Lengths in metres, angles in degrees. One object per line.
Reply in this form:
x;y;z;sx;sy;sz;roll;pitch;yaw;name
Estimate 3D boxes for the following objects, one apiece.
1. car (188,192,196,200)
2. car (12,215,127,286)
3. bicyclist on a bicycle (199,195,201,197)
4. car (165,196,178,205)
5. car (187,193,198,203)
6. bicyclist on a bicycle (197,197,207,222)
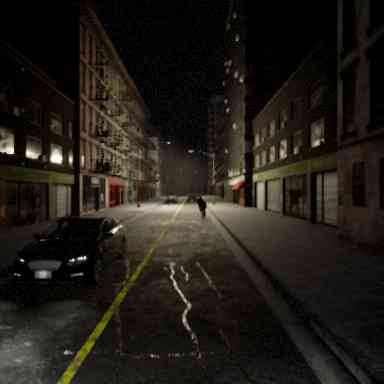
-0.037;0.902;76.935;1.882;1.535;5.008;0;1;0;car
-3.104;1.443;9.375;2.128;1.511;4.902;0;0;0;car
0.809;1.185;32.568;0.659;1.776;1.843;0;1;0;bicyclist on a bicycle
-3.101;1.269;50.705;1.895;1.301;4.718;0;0;0;car
0.044;1.130;57.619;1.812;1.442;4.674;0;1;0;car
0.813;1.326;23.624;0.582;1.620;1.656;0;0;0;bicyclist on a bicycle
